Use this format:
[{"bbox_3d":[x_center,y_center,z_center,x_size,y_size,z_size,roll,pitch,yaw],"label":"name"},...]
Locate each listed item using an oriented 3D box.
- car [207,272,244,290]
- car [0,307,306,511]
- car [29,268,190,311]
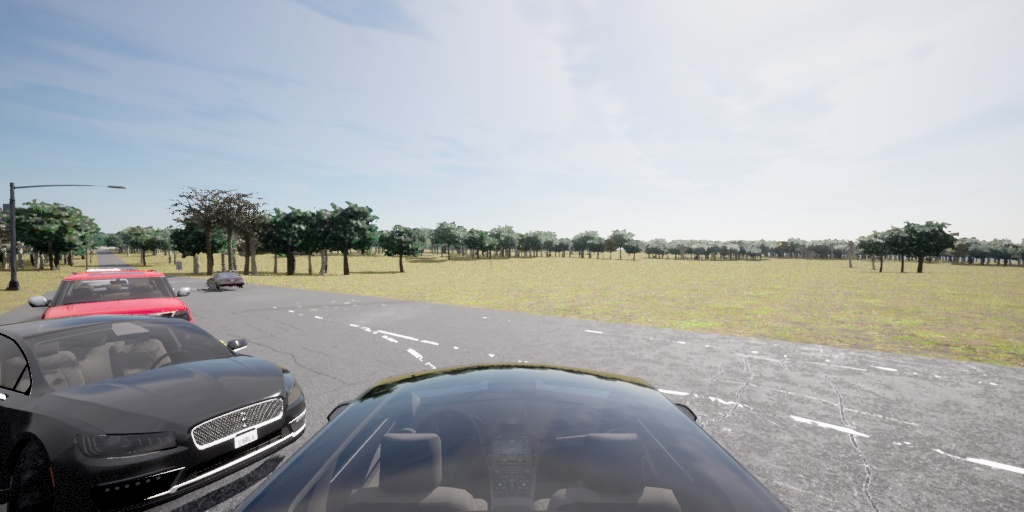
[{"bbox_3d":[-25.094,2.156,31.347,5.357,1.411,2.033,-2,0,41],"label":"car"},{"bbox_3d":[-4.564,1.445,3.981,4.892,1.490,1.837,-3,-3,21],"label":"car"},{"bbox_3d":[-9.480,1.385,8.621,5.566,2.045,2.150,-2,0,41],"label":"car"}]
